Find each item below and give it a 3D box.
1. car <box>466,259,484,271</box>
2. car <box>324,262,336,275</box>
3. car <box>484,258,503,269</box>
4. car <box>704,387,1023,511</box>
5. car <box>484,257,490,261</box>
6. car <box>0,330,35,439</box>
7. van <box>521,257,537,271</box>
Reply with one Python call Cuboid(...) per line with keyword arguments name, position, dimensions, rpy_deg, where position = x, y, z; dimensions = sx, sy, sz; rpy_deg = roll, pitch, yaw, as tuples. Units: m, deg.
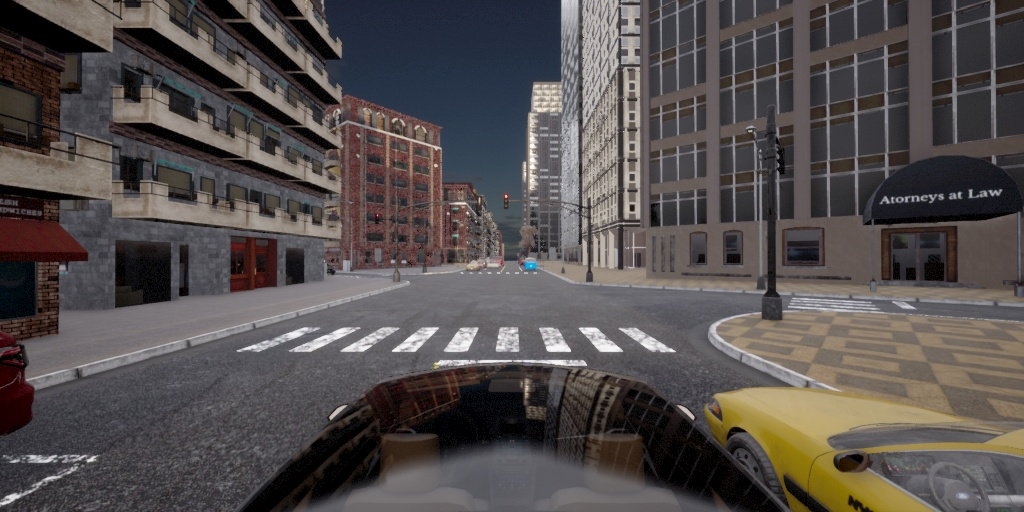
Cuboid(name="car", position=(-5.335, 1.321, 49.937), dimensions=(1.751, 1.417, 4.829), rpy_deg=(0, 0, 0))
Cuboid(name="car", position=(-22.368, 1.456, 41.805), dimensions=(4.892, 1.490, 1.837), rpy_deg=(-1, -1, 41))
Cuboid(name="car", position=(-2.866, 1.409, 56.299), dimensions=(1.895, 1.301, 4.718), rpy_deg=(0, 0, 0))
Cuboid(name="car", position=(2.566, 1.275, 1.287), dimensions=(1.751, 1.417, 4.829), rpy_deg=(0, 0, 0))
Cuboid(name="car", position=(-5.340, 1.260, 61.212), dimensions=(1.967, 1.591, 4.097), rpy_deg=(0, 0, 0))
Cuboid(name="car", position=(-5.314, 1.065, 1.107), dimensions=(2.192, 1.841, 5.009), rpy_deg=(0, 0, 0))
Cuboid(name="van", position=(2.545, 1.136, 50.110), dimensions=(1.690, 1.789, 3.998), rpy_deg=(0, 0, 0))
